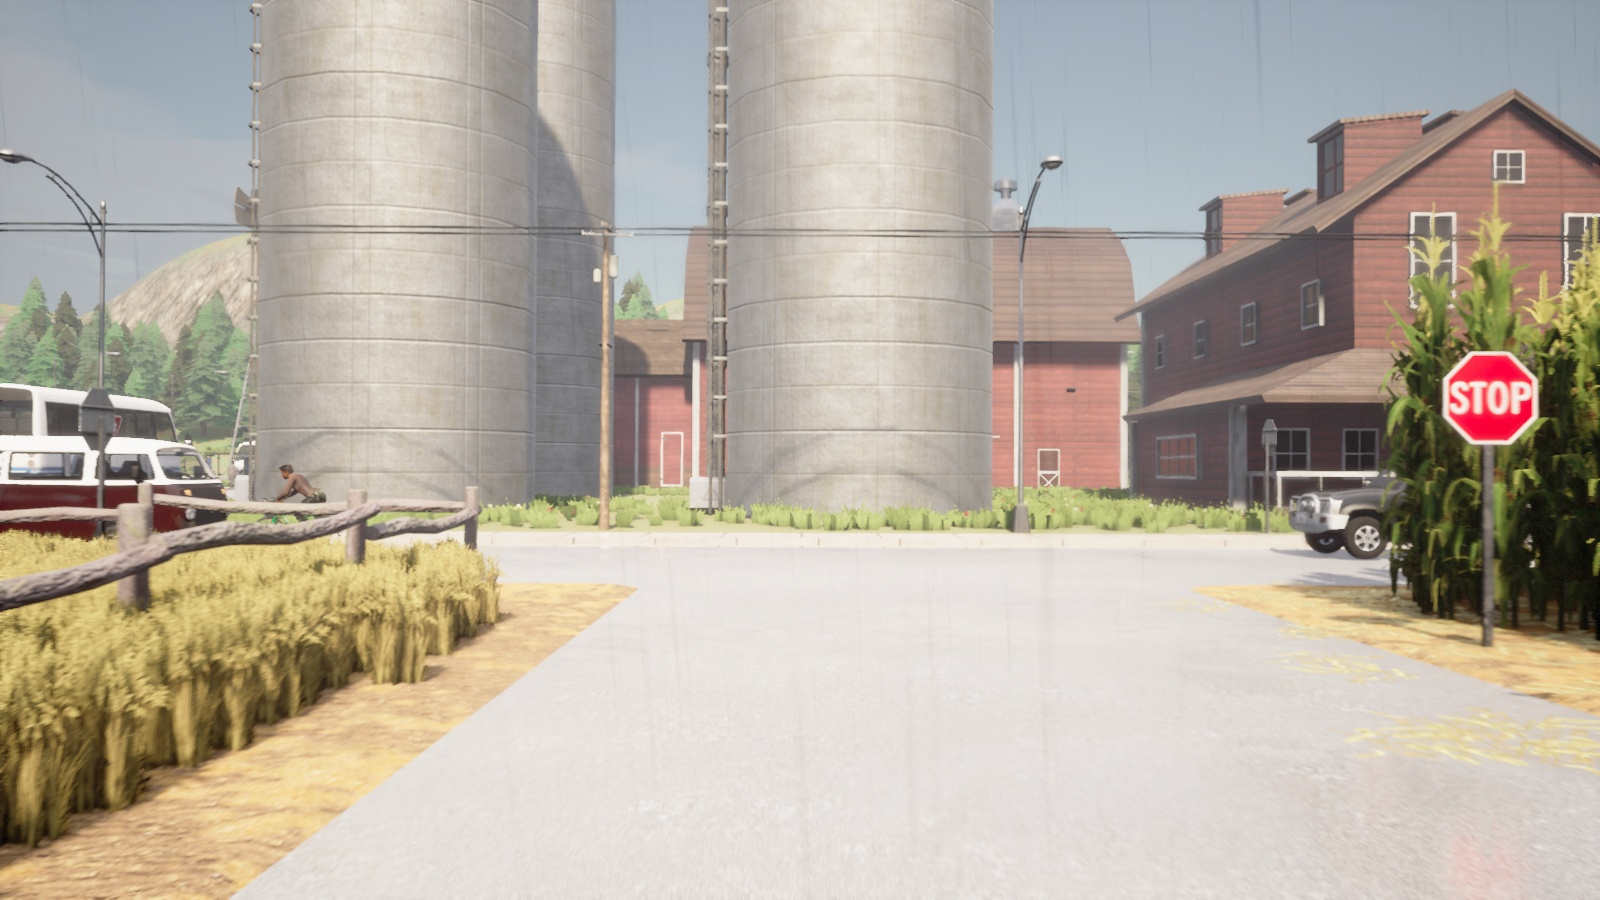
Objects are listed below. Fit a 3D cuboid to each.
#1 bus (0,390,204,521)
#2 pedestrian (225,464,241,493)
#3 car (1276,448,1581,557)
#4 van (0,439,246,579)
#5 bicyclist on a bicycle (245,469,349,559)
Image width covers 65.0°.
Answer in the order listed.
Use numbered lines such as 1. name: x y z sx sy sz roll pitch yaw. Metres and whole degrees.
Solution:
1. bus: -26.154 0.254 45.941 3.944 4.253 10.273 0 -1 -1
2. pedestrian: -38.775 1.949 85.859 0.659 1.952 0.873 0 -1 7
3. car: 11.451 0.943 23.103 4.605 1.855 1.932 -1 -1 0
4. van: -11.297 0.888 19.497 4.480 2.038 2.069 0 -1 0
5. bicyclist on a bicycle: -9.187 1.162 22.963 1.656 1.620 0.582 -1 -1 1
